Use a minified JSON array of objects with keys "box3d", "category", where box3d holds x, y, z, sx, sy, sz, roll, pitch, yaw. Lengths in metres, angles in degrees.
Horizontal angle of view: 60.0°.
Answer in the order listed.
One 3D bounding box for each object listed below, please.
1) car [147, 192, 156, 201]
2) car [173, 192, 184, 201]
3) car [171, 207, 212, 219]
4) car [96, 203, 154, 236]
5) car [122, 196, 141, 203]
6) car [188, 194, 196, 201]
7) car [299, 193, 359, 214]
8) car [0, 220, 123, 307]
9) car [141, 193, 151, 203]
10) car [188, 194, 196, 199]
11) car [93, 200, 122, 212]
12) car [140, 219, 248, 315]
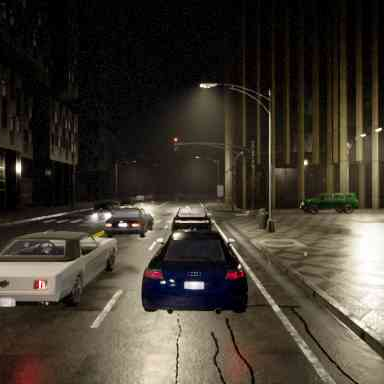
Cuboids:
[{"box3d":[-9.778,1.004,78.145,2.150,2.045,5.566,0,0,0],"category":"car"},{"box3d":[-3.276,1.296,75.032,1.837,1.490,4.892,0,0,0],"category":"car"},{"box3d":[-0.007,1.477,16.556,2.128,1.511,4.902,0,0,0],"category":"car"},{"box3d":[-3.158,1.531,17.493,2.033,1.411,5.357,0,0,0],"category":"car"},{"box3d":[-9.862,1.440,52.120,2.033,1.411,5.357,0,0,0],"category":"car"},{"box3d":[-0.026,1.336,75.033,2.033,1.411,5.357,0,0,0],"category":"car"},{"box3d":[13.556,1.110,33.029,5.566,2.045,2.150,0,0,2],"category":"car"},{"box3d":[-3.150,1.597,7.902,1.895,1.301,4.718,0,0,0],"category":"car"},{"box3d":[-9.821,1.394,63.954,2.033,1.411,5.357,0,0,0],"category":"car"},{"box3d":[-0.030,1.192,85.485,1.895,1.301,4.718,0,0,0],"category":"car"},{"box3d":[-9.864,1.539,38.268,1.895,1.301,4.718,0,0,0],"category":"car"},{"box3d":[0.083,1.560,7.682,1.994,1.385,4.181,0,0,1],"category":"car"}]
